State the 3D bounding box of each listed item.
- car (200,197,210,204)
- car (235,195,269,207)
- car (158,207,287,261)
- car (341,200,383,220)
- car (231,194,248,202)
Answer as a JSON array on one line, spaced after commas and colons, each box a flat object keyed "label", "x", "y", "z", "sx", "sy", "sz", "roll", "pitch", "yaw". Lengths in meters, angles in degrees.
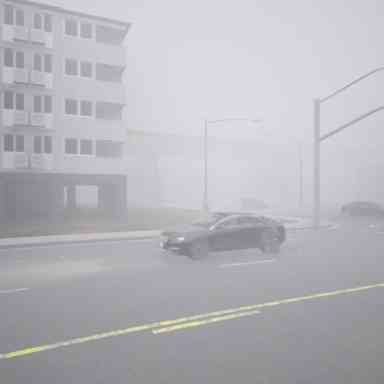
[{"label": "car", "x": 2.472, "y": 1.547, "z": 62.376, "sx": 2.033, "sy": 1.411, "sz": 5.357, "roll": 0, "pitch": 0, "yaw": 5}, {"label": "car", "x": 8.028, "y": 1.503, "z": 43.325, "sx": 1.837, "sy": 1.490, "sz": 4.892, "roll": 0, "pitch": 0, "yaw": -25}, {"label": "car", "x": 1.187, "y": 1.491, "z": 12.162, "sx": 4.902, "sy": 1.511, "sz": 2.128, "roll": 0, "pitch": 0, "yaw": -26}, {"label": "car", "x": 15.093, "y": 1.505, "z": 28.326, "sx": 1.837, "sy": 1.490, "sz": 4.892, "roll": 0, "pitch": 0, "yaw": -25}, {"label": "car", "x": 11.118, "y": 1.540, "z": 75.343, "sx": 2.033, "sy": 1.411, "sz": 5.357, "roll": 0, "pitch": 0, "yaw": 41}]
